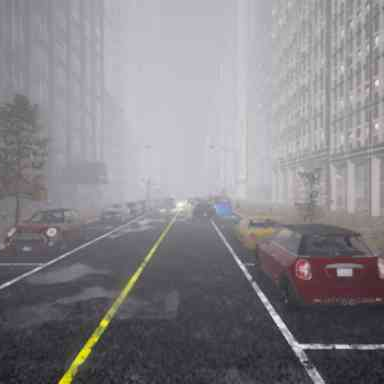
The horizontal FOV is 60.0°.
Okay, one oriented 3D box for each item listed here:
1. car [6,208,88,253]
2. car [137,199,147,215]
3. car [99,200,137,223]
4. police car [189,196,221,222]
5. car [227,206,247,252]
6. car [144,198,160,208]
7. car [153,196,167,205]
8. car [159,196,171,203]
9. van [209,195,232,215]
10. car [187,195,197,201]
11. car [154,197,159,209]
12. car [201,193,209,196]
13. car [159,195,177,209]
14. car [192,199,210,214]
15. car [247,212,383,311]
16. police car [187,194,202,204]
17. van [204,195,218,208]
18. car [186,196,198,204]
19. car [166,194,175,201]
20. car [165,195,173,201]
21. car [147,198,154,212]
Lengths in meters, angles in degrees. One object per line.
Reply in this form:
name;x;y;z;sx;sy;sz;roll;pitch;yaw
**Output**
car;-5.691;1.431;13.477;1.967;1.590;4.097;-1;0;0
car;-5.680;1.546;30.528;1.947;1.339;4.313;-1;0;0
car;-5.684;1.535;24.844;2.008;1.369;4.403;-1;0;0
police car;0.915;1.409;25.980;1.930;1.638;5.238;0;0;0
car;2.690;1.517;13.642;1.752;1.417;4.829;-1;0;0
car;-5.670;1.552;47.579;1.802;1.307;4.206;-1;0;0
car;-5.663;1.513;58.946;2.008;1.369;4.403;-1;0;0
car;-5.656;1.506;70.313;2.008;1.369;4.403;-1;0;0
van;2.699;1.322;30.523;1.690;1.788;3.998;-1;0;0
car;0.045;1.365;76.881;2.128;1.511;4.902;0;0;0
car;-5.674;1.524;41.895;2.008;1.369;4.403;-1;0;0
car;2.705;1.288;41.890;2.192;1.841;5.009;-1;0;0
car;-3.061;1.478;44.434;1.837;1.490;4.892;0;0;0
car;0.921;1.503;35.871;1.812;1.442;4.674;0;0;0
car;2.686;1.435;7.789;1.967;1.590;4.097;-1;0;0
police car;0.792;1.398;42.004;1.930;1.638;5.238;0;0;2
van;2.709;1.311;47.574;1.690;1.788;3.998;-1;0;0
car;0.036;1.508;61.881;2.033;1.411;5.357;0;0;0
car;-5.647;1.383;87.364;1.967;1.590;4.097;-1;0;0
car;-5.649;1.529;81.681;1.802;1.307;4.206;-1;0;0
car;-5.677;1.522;36.212;1.887;1.381;4.507;-1;0;0
